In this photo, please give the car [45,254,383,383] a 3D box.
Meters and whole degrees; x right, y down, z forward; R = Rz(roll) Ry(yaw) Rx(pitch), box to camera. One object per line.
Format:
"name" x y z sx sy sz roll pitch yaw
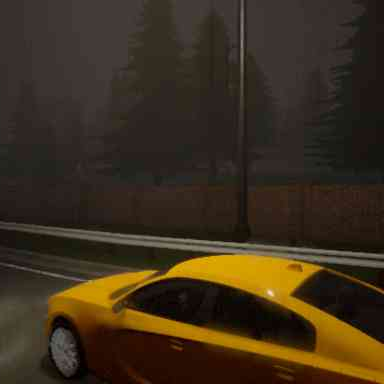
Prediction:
"car" 0.336 1.473 3.752 5.008 1.535 1.882 0 0 35
